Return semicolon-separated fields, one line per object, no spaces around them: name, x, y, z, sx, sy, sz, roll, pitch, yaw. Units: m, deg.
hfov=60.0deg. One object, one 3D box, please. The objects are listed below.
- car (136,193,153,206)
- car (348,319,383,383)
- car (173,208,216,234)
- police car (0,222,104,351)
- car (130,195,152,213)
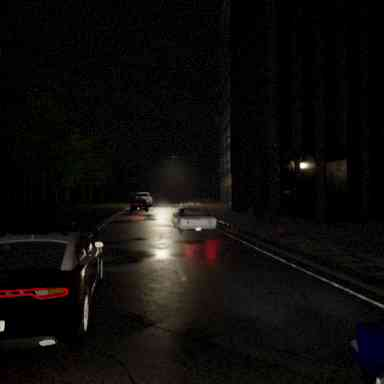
car;-6.734;1.086;46.511;2.150;2.045;5.566;0;0;-3
car;3.042;1.600;1.659;1.895;1.301;4.718;0;0;-12
car;-0.016;1.571;19.077;1.895;1.301;4.718;0;0;-8
police car;-2.861;1.422;6.566;1.930;1.638;5.238;0;0;-10
car;-5.651;1.409;36.113;1.837;1.490;4.892;0;0;-5
